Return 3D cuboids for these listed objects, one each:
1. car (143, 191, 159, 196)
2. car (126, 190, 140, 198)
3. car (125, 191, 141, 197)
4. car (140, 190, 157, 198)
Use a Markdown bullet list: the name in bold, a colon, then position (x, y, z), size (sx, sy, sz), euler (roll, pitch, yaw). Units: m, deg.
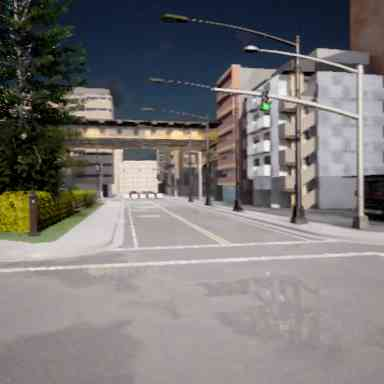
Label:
- **car**: position (-9.711, 0.366, 78.565), size (1.853, 1.218, 4.536), euler (-1, 1, -32)
- **car**: position (-13.819, 0.580, 77.995), size (2.038, 1.542, 4.974), euler (-1, 1, 13)
- **car**: position (-13.809, 0.422, 78.043), size (1.853, 1.218, 4.536), euler (-1, 1, 13)
- **car**: position (-9.682, 0.524, 78.523), size (2.038, 1.542, 4.974), euler (-1, 1, -32)
